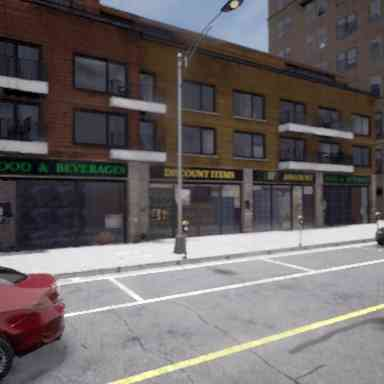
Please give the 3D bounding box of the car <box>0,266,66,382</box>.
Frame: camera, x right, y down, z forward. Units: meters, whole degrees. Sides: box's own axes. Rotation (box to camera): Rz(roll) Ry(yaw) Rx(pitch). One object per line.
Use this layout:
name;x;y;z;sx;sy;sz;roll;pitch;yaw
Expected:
car;-3.980;1.595;3.919;4.674;1.442;1.812;0;-1;-30

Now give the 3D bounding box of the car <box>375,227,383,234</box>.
car;10.232;1.734;15.132;4.313;1.339;1.947;0;-1;-30

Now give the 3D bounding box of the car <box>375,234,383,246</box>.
car;5.685;1.542;6.138;5.008;1.535;1.882;0;-1;-30
